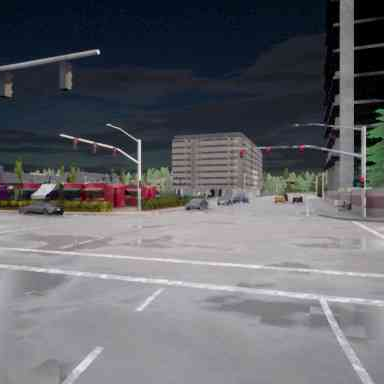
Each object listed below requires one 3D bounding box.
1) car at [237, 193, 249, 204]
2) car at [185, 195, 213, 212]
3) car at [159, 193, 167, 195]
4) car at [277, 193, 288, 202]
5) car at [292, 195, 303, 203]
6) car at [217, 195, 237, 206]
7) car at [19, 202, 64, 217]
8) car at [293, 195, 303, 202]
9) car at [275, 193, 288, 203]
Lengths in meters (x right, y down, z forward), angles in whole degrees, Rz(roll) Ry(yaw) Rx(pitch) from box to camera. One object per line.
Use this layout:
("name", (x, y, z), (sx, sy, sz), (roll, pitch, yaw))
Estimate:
("car", (9.821, 1.208, 66.099), (2.150, 2.045, 5.566), (0, 0, 20))
("car", (0.706, 1.499, 39.601), (1.837, 1.490, 4.892), (0, 0, 19))
("car", (-7.924, 1.196, 81.463), (4.605, 1.855, 1.932), (0, 0, 19))
("car", (21.587, 1.213, 78.825), (2.150, 2.045, 5.566), (0, 0, 19))
("car", (21.483, 1.467, 67.604), (1.882, 1.535, 5.008), (0, 0, 19))
("car", (5.312, 1.482, 53.066), (2.128, 1.511, 4.902), (0, 0, 19))
("car", (-14.422, 1.615, 31.971), (4.181, 1.385, 1.994), (0, 0, 20))
("car", (24.780, 1.513, 77.346), (2.128, 1.511, 4.902), (0, 0, 19))
("car", (18.270, 1.467, 69.010), (1.882, 1.535, 5.008), (0, 0, 19))
